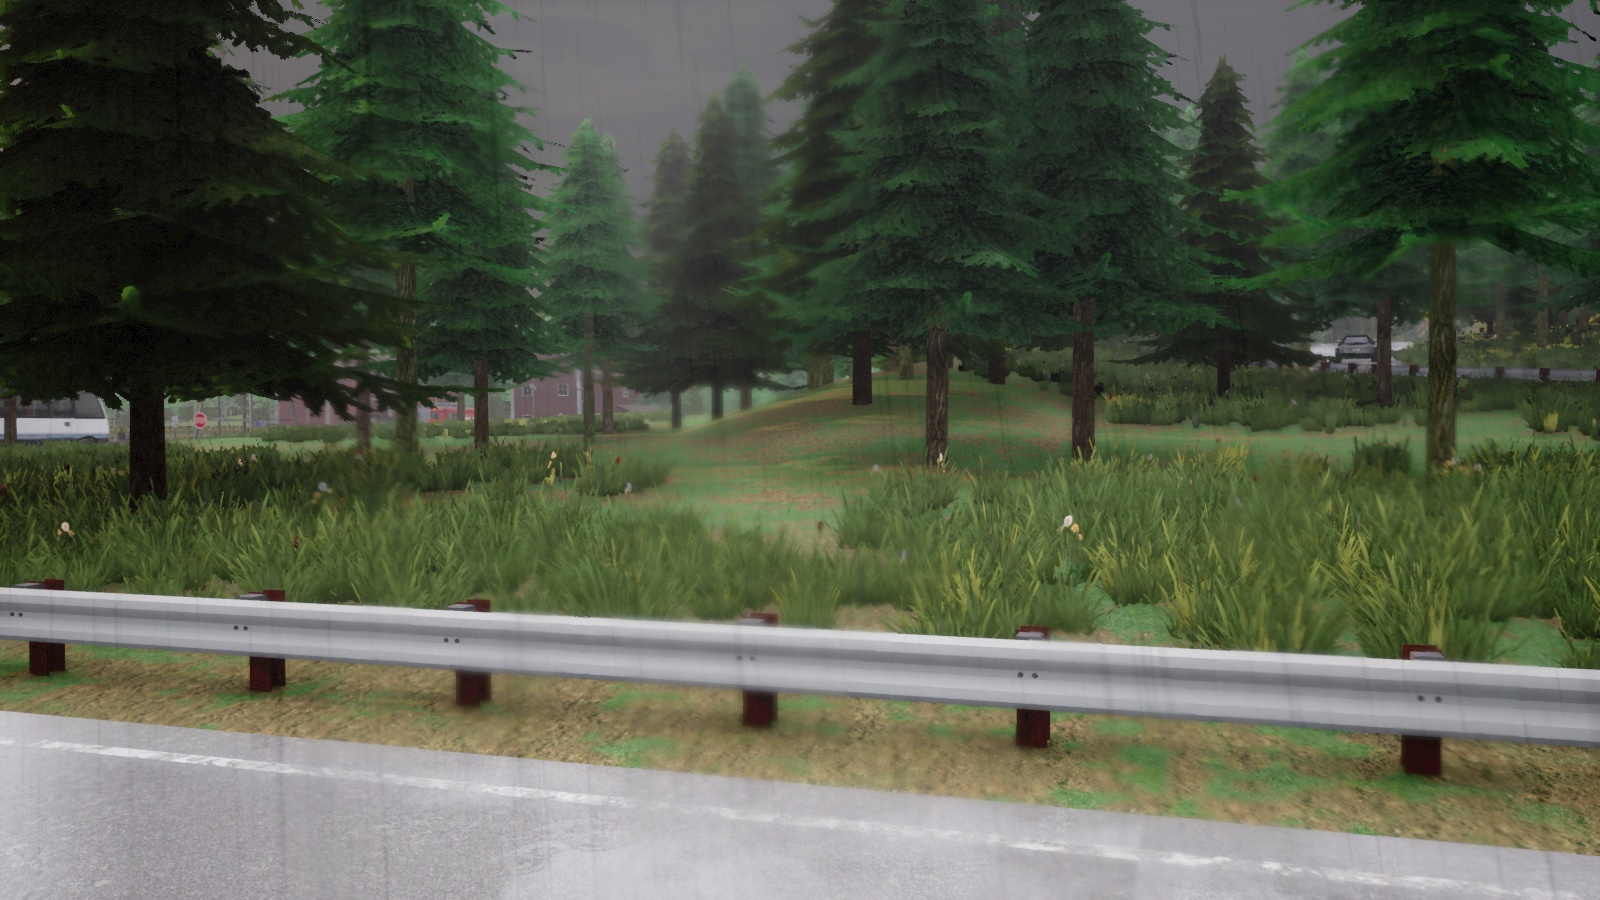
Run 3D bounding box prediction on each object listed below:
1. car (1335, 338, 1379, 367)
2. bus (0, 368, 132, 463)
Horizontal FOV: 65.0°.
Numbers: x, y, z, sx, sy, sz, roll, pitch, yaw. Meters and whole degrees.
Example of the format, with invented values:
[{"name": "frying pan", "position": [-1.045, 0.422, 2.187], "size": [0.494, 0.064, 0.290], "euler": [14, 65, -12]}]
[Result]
[{"name": "car", "position": [28.978, -5.073, 65.254], "size": [1.994, 1.385, 4.181], "euler": [1, 6, 25]}, {"name": "bus", "position": [-37.033, -1.605, 58.885], "size": [3.944, 4.253, 10.273], "euler": [1, 1, 17]}]
